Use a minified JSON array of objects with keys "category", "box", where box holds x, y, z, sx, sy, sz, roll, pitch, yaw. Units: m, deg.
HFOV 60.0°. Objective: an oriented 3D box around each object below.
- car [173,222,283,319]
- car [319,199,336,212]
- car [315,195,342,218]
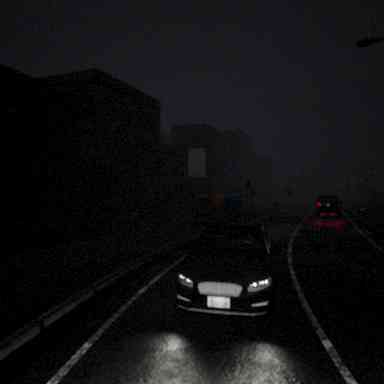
[{"category":"car","box":[0.978,1.497,7.693,2.128,1.511,4.902,0,0,13]},{"category":"car","box":[17.098,1.645,41.899,1.812,1.442,4.674,0,0,22]},{"category":"car","box":[13.166,1.310,32.134,2.150,2.045,5.566,0,0,22]}]
